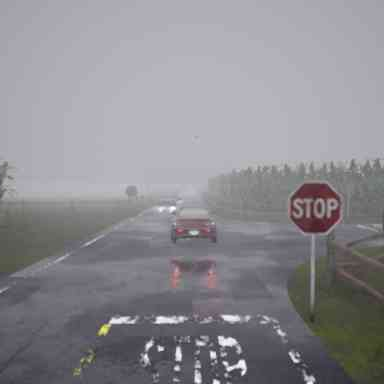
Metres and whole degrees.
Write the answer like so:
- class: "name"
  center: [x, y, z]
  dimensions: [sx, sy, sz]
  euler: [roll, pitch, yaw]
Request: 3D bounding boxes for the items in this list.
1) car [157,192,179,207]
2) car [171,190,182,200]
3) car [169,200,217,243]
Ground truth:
- class: "car"
  center: [-2.846, 0.995, 38.619]
  dimensions: [1.994, 1.385, 4.181]
  euler: [0, 1, 0]
- class: "car"
  center: [-2.816, 0.526, 55.512]
  dimensions: [2.097, 1.767, 4.553]
  euler: [0, 1, 0]
- class: "car"
  center: [0.082, 1.301, 14.731]
  dimensions: [1.812, 1.442, 4.674]
  euler: [0, 1, 0]
